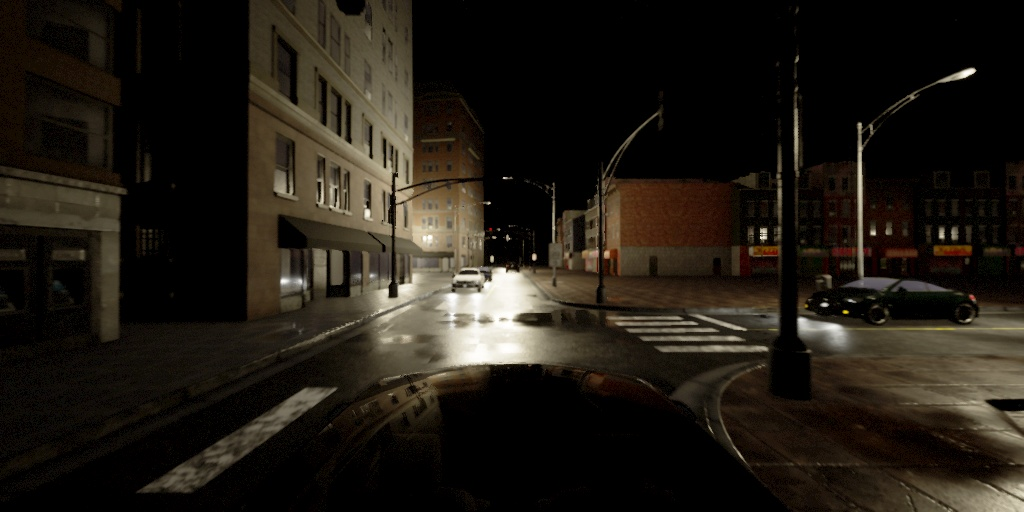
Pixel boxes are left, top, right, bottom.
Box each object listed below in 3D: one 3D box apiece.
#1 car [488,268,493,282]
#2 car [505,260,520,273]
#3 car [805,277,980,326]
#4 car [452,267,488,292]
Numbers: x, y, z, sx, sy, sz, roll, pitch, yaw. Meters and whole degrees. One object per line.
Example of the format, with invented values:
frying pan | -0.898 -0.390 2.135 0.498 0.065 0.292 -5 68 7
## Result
car | -2.830 1.705 33.744 1.994 1.385 4.181 0 -1 0
car | 0.115 1.655 56.972 2.150 2.045 5.566 0 -1 0
car | 12.049 1.378 11.569 4.181 1.385 1.994 0 -1 0
car | -2.842 1.547 24.085 1.812 1.442 4.674 0 -1 0
